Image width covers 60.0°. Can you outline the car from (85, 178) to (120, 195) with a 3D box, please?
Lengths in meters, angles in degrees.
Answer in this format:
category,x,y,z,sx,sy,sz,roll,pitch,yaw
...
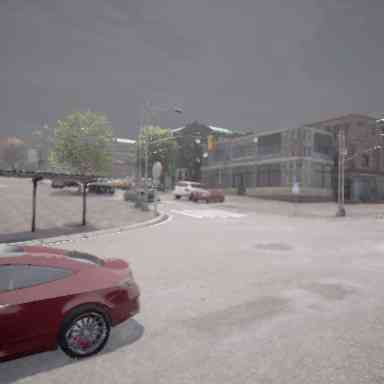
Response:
category,x,y,z,sx,sy,sz,roll,pitch,yaw
car,-10.384,-0.504,38.065,1.994,1.385,4.181,2,3,-36

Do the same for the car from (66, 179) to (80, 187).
category,x,y,z,sx,sy,sz,roll,pitch,yaw
car,-17.260,-1.401,47.434,1.895,1.301,4.718,2,3,-36

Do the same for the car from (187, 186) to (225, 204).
category,x,y,z,sx,sy,sz,roll,pitch,yaw
car,1.913,0.439,36.226,2.002,1.452,4.674,6,2,34

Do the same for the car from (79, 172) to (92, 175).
category,x,y,z,sx,sy,sz,roll,pitch,yaw
car,-19.146,-2.497,65.688,1.946,1.575,5.366,6,2,33

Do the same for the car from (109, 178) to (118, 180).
category,x,y,z,sx,sy,sz,roll,pitch,yaw
car,-10.295,-1.289,53.502,1.946,1.575,5.366,6,2,34

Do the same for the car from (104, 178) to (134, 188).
category,x,y,z,sx,sy,sz,roll,pitch,yaw
car,-12.158,-1.490,55.800,2.002,1.452,4.674,7,3,34

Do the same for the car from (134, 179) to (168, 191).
category,x,y,z,sx,sy,sz,roll,pitch,yaw
car,-5.126,-0.564,45.999,2.231,1.521,4.892,6,2,34

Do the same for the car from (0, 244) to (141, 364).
category,x,y,z,sx,sy,sz,roll,pitch,yaw
car,-2.964,1.508,4.409,4.674,1.442,1.812,-1,1,-35

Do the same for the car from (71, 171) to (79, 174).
category,x,y,z,sx,sy,sz,roll,pitch,yaw
car,-21.030,-2.989,67.927,2.435,2.045,5.566,7,3,33

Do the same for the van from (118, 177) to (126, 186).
category,x,y,z,sx,sy,sz,roll,pitch,yaw
van,-8.684,-1.274,50.792,1.878,1.987,4.442,7,3,34

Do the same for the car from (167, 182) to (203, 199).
category,x,y,z,sx,sy,sz,roll,pitch,yaw
car,0.186,-0.092,38.680,2.435,2.045,5.566,6,2,34

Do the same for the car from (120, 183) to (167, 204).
category,x,y,z,sx,sy,sz,roll,pitch,yaw
car,-4.524,0.291,30.095,1.994,1.385,4.181,2,3,-36

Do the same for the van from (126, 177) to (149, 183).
category,x,y,z,sx,sy,sz,roll,pitch,yaw
van,-6.920,-1.032,48.342,1.878,1.987,4.442,7,3,34
